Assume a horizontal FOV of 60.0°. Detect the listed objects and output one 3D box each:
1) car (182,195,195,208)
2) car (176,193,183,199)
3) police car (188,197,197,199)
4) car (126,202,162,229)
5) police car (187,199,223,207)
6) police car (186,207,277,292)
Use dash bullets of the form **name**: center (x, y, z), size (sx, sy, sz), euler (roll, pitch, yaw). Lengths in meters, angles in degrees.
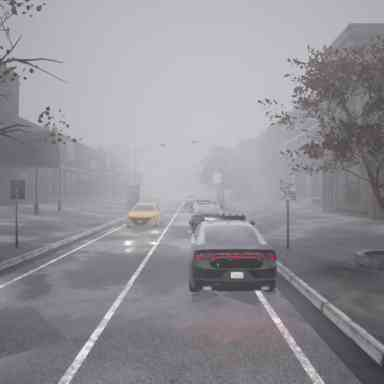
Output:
- **car**: center (-0.106, 1.507, 46.689), size (1.812, 1.442, 4.674), euler (0, 0, 0)
- **car**: center (-3.239, 0.937, 91.149), size (2.097, 1.767, 4.553), euler (0, 1, 0)
- **police car**: center (0.836, 1.428, 25.108), size (1.930, 1.638, 5.238), euler (0, 0, 0)
- **car**: center (-3.056, 1.480, 22.090), size (1.882, 1.535, 5.008), euler (0, 0, 0)
- **police car**: center (0.851, 1.428, 19.108), size (1.930, 1.638, 5.238), euler (0, 0, 0)
- **police car**: center (0.878, 1.426, 9.108), size (1.930, 1.638, 5.238), euler (0, 0, 0)
